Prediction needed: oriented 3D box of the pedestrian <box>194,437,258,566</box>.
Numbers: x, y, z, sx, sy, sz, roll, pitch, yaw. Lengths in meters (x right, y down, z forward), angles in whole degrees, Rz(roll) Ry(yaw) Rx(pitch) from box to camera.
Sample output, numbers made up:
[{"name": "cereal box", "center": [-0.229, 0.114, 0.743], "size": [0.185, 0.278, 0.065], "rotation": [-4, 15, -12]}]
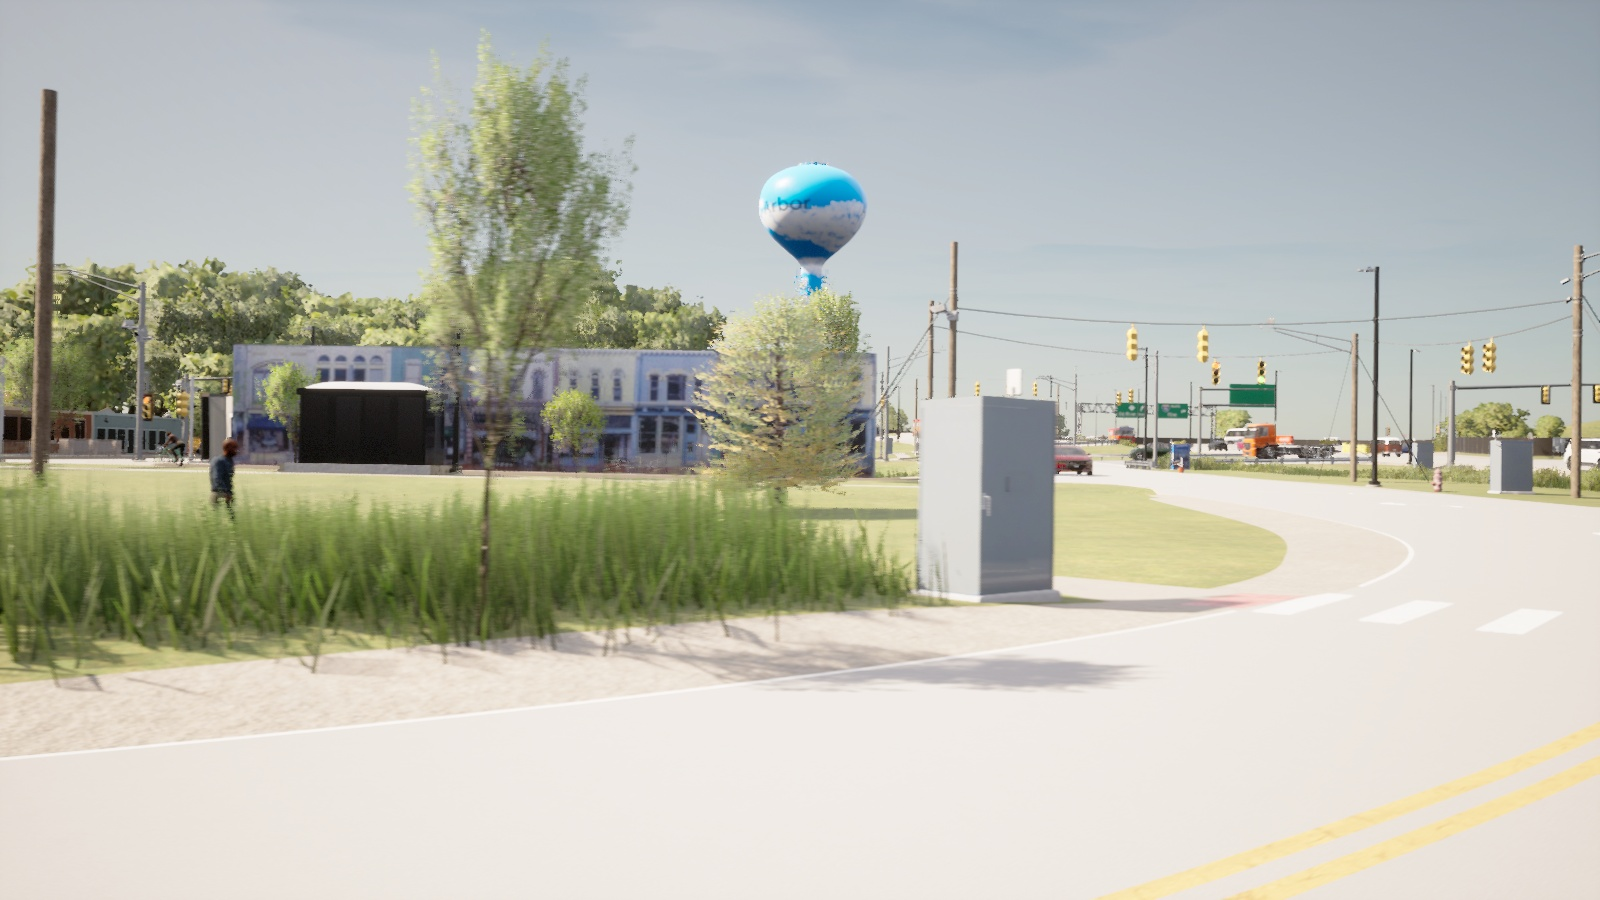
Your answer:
[{"name": "pedestrian", "center": [-8.293, 0.742, 18.158], "size": [0.726, 1.835, 0.370], "rotation": [1, -1, 6]}]

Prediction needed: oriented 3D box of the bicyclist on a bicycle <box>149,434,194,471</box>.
[{"name": "bicyclist on a bicycle", "center": [-27.626, 0.102, 55.213], "size": [1.656, 1.620, 0.582], "rotation": [1, -1, 2]}]

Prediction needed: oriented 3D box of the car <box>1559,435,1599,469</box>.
[{"name": "car", "center": [49.067, 0.106, 76.688], "size": [2.150, 2.045, 5.566], "rotation": [1, 1, 2]}]

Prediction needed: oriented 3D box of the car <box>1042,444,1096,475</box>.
[{"name": "car", "center": [13.840, 0.465, 64.853], "size": [1.882, 1.535, 5.008], "rotation": [1, 0, 3]}]
